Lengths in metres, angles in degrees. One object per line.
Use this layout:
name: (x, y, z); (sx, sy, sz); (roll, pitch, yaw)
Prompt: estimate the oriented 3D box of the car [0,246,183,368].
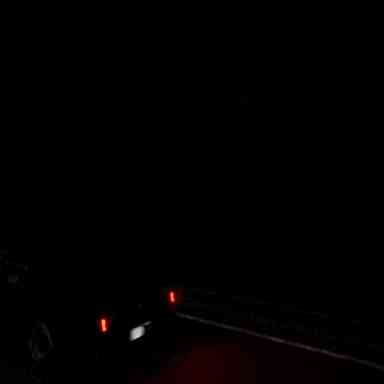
car: (-2.548, 1.647, 5.823); (4.718, 1.301, 1.895); (-1, 0, 35)
